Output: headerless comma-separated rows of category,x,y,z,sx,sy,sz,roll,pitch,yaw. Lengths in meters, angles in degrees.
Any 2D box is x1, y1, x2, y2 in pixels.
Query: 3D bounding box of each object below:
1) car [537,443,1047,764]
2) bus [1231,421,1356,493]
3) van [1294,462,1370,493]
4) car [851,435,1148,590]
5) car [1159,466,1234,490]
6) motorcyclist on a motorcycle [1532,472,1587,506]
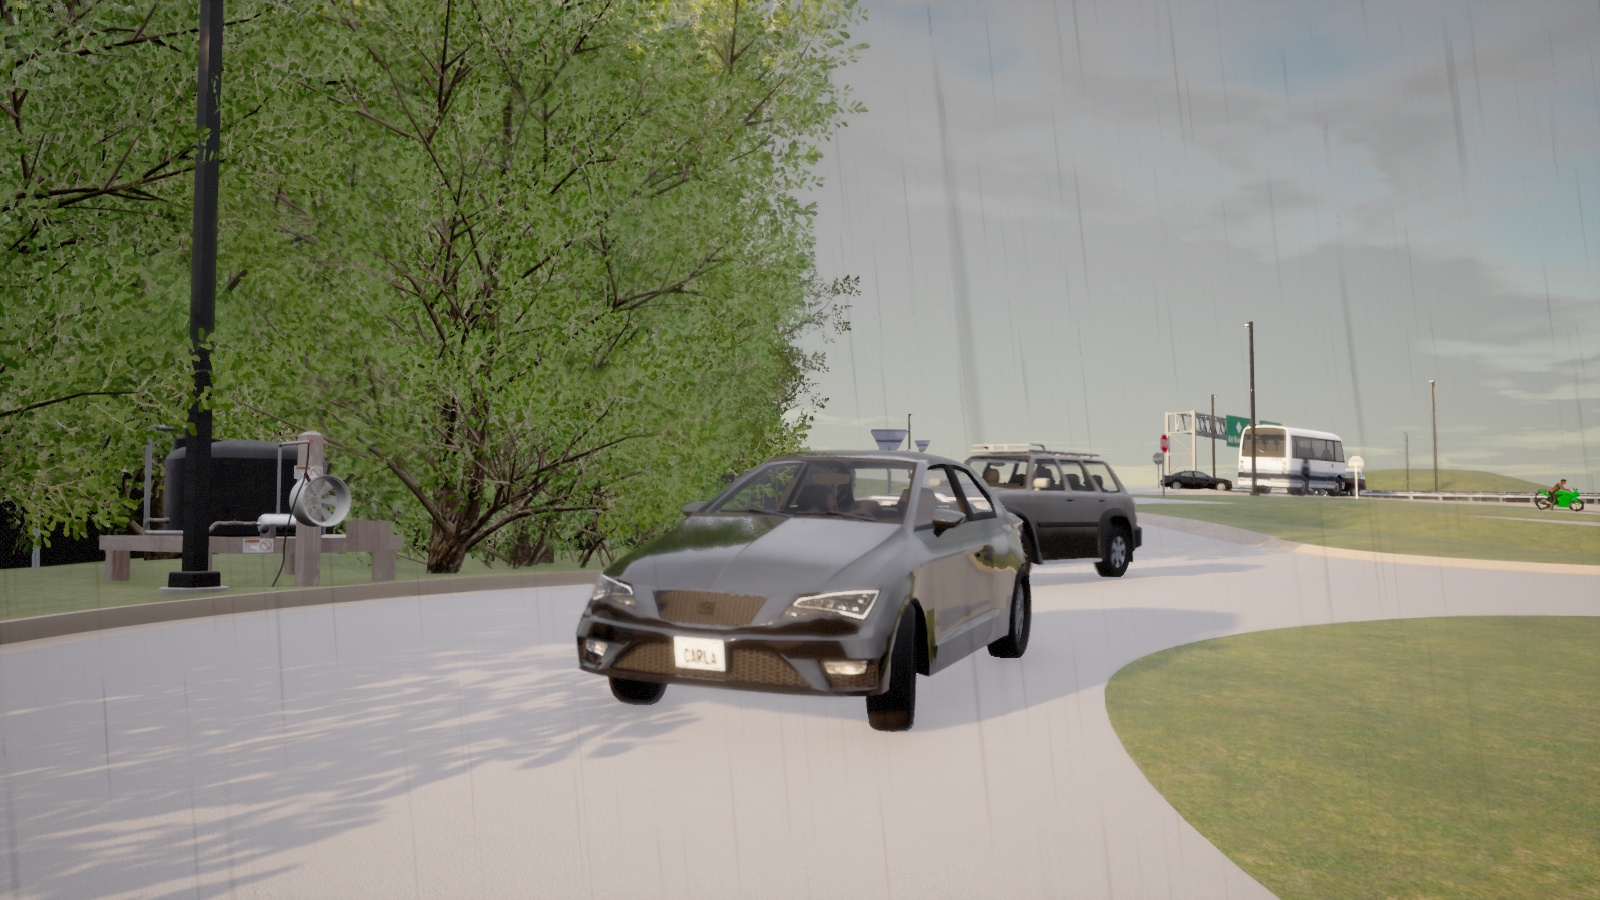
car,0.279,0.732,8.089,1.816,1.474,4.193,1,0,22
bus,31.931,0.542,80.956,3.944,4.253,10.273,2,-1,43
van,37.675,1.975,88.991,4.480,2.038,2.069,2,-2,-6
car,2.896,0.838,17.396,1.932,1.855,4.605,-2,-3,41
car,28.722,2.009,91.074,5.008,1.535,1.882,1,-3,11
motorcyclist on a motorcycle,35.644,1.815,58.960,2.044,1.523,0.797,1,-1,43
